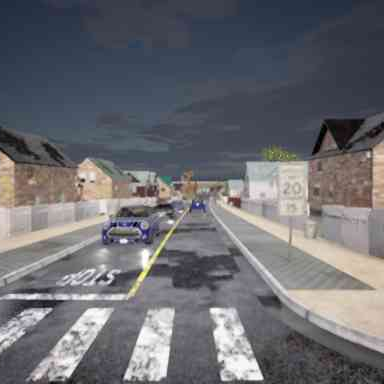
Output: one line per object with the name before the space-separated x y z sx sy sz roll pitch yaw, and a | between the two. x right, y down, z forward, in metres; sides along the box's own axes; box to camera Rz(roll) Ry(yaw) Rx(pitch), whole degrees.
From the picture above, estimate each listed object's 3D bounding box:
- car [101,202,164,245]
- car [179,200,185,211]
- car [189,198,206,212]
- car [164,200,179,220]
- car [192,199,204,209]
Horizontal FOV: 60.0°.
car | -2.741 1.411 15.745 2.097 1.767 4.553 0 0 1
car | -2.013 1.824 46.579 2.033 1.411 5.357 0 -1 2
car | 0.734 1.596 42.350 2.097 1.767 4.553 0 0 2
car | -2.511 1.671 30.323 1.812 1.442 4.674 0 0 2
car | 0.980 1.864 53.308 1.812 1.442 4.674 0 -1 2
